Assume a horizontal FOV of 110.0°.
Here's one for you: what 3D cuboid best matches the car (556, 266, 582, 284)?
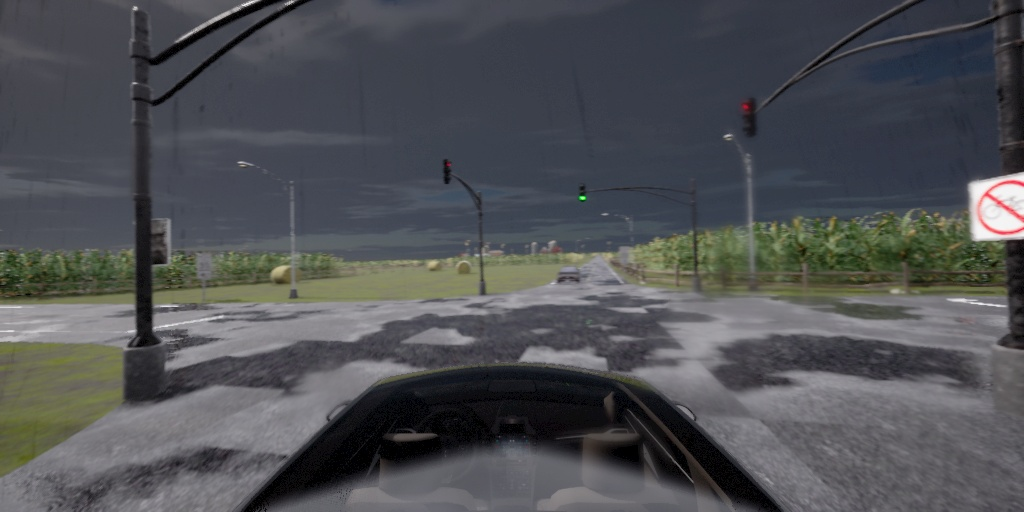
[{"bbox_3d":[4.878,1.545,30.258,2.033,1.411,5.357,-2,0,14],"label":"car"}]
